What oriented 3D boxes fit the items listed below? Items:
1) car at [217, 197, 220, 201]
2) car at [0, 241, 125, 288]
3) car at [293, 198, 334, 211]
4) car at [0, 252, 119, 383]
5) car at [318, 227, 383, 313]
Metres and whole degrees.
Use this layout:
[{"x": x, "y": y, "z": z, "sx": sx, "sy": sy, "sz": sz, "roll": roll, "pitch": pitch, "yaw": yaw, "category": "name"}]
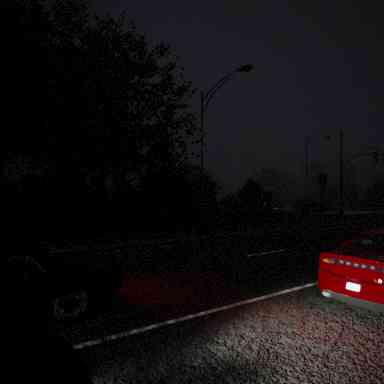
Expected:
[{"x": 3.925, "y": 1.455, "z": 56.649, "sx": 1.812, "sy": 1.442, "sz": 4.674, "roll": 0, "pitch": 1, "yaw": -32, "category": "car"}, {"x": -3.695, "y": 1.601, "z": 5.651, "sx": 4.718, "sy": 1.301, "sz": 1.895, "roll": 0, "pitch": 0, "yaw": -36, "category": "car"}, {"x": 14.476, "y": 1.478, "z": 39.839, "sx": 1.882, "sy": 1.535, "sz": 5.008, "roll": 0, "pitch": 0, "yaw": -33, "category": "car"}, {"x": -2.969, "y": 1.492, "z": 1.636, "sx": 4.902, "sy": 1.511, "sz": 2.128, "roll": 0, "pitch": 0, "yaw": -35, "category": "car"}, {"x": 4.783, "y": 1.478, "z": 7.136, "sx": 5.008, "sy": 1.535, "sz": 1.882, "roll": 0, "pitch": 0, "yaw": -35, "category": "car"}]
